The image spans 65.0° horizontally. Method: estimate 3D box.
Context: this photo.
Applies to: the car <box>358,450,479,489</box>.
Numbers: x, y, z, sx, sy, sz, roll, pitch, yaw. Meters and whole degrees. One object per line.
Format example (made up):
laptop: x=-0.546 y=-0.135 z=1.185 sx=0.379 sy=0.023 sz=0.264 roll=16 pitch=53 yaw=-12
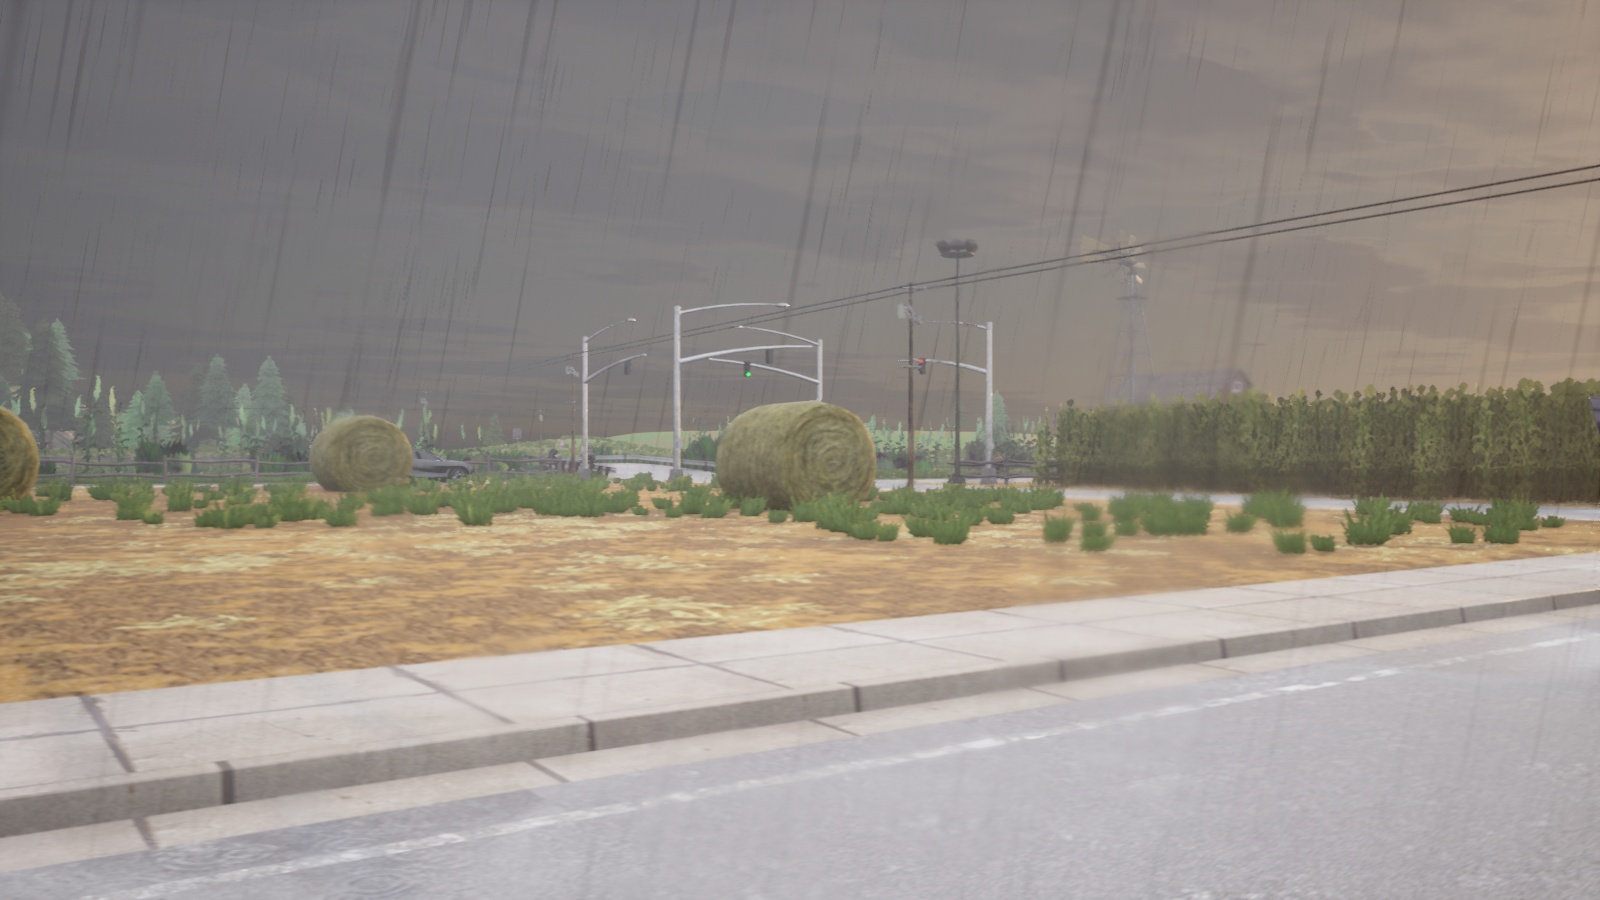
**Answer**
car: x=-17.080 y=0.841 z=56.307 sx=4.856 sy=1.649 sz=2.033 roll=0 pitch=0 yaw=-31
